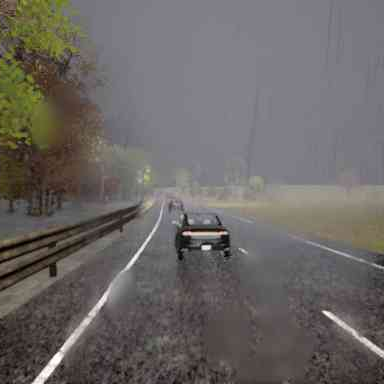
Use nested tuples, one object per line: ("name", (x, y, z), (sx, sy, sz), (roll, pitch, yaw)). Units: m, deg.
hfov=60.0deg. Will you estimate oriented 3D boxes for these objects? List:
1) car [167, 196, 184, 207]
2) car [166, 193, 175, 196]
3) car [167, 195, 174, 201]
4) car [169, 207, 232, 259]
("car", (-2.085, 1.620, 42.706), (2.128, 1.511, 4.902), (0, 0, -4))
("car", (-3.720, 1.532, 63.534), (2.097, 1.767, 4.553), (0, 0, -4))
("car", (-6.077, 1.717, 93.588), (1.882, 1.535, 5.008), (0, 0, -4))
("car", (0.261, 1.537, 12.814), (2.128, 1.511, 4.902), (0, 0, -4))
